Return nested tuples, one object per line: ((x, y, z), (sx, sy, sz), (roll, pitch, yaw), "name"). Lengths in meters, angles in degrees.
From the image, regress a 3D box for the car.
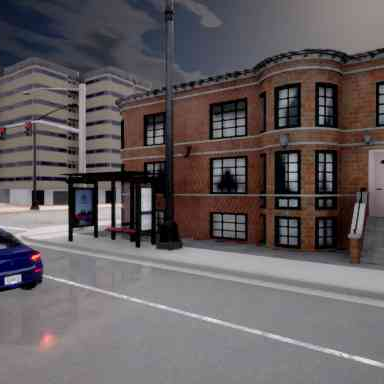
((-5.289, 1.508, 7.718), (4.674, 1.442, 1.812), (0, 0, 36), "car")
